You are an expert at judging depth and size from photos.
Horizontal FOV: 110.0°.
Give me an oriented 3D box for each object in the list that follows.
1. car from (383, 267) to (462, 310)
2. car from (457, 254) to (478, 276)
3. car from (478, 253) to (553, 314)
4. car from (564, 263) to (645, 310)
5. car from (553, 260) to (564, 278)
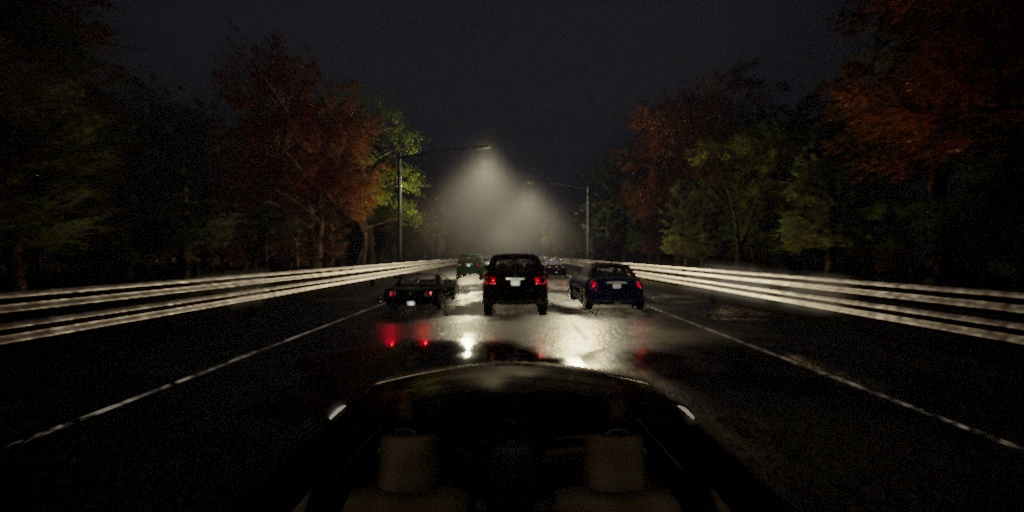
[{"bbox_3d":[-3.394,1.295,14.286,1.895,1.301,4.718,0,0,0],"label":"car"},{"bbox_3d":[-3.388,0.833,30.670,2.150,2.045,5.566,0,0,0],"label":"car"},{"bbox_3d":[0.107,0.918,13.686,2.150,2.045,5.566,0,0,0],"label":"car"},{"bbox_3d":[3.607,1.045,14.451,2.097,1.767,4.553,0,0,0],"label":"car"},{"bbox_3d":[3.613,1.099,31.430,2.128,1.511,4.902,0,0,0],"label":"car"}]
